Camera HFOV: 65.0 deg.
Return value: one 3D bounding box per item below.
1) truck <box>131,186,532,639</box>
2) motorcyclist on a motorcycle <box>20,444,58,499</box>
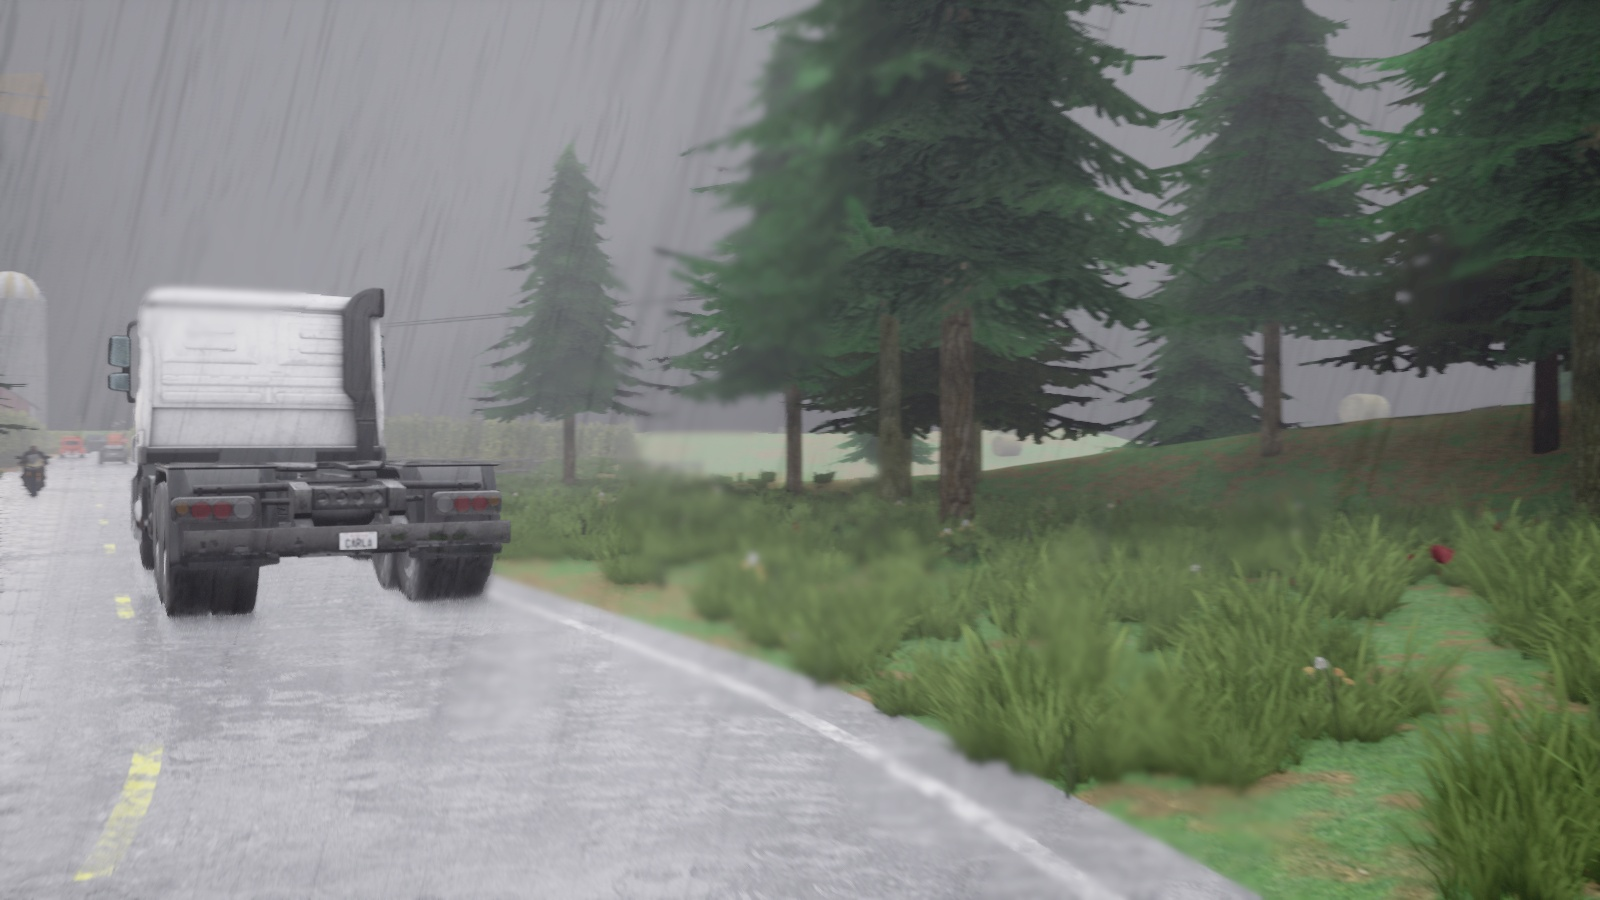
[{"bbox_3d":[-5.570,-0.306,13.759,2.891,3.462,7.936,0,0,-29],"label":"truck"},{"bbox_3d":[-22.081,0.606,36.463,0.866,1.530,2.191,0,0,-29],"label":"motorcyclist on a motorcycle"}]
